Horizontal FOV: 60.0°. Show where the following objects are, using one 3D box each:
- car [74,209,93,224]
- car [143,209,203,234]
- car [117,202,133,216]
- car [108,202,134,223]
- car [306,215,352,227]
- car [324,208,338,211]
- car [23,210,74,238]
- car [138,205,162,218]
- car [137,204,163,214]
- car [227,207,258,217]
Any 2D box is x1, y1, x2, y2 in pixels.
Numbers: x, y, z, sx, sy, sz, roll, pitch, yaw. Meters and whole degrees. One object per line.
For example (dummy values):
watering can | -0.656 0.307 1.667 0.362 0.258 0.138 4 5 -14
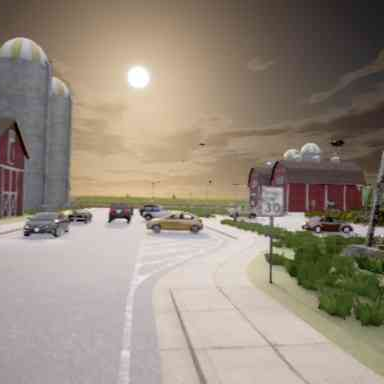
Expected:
car | -10.787 2.330 31.909 1.895 1.301 4.718 2 -2 -9
car | -1.302 2.239 24.405 4.193 1.474 1.816 2 -2 -9
car | -10.338 2.580 51.968 2.150 2.045 5.566 2 -2 -9
car | -7.591 2.132 35.236 2.150 2.045 5.566 2 -2 -9
car | 11.216 2.663 27.576 3.905 1.438 1.784 2 -2 -9
car | 30.288 4.371 72.967 2.097 1.767 4.553 2 -2 -9
car | -8.992 1.940 20.858 1.837 1.490 4.892 2 -2 -9
car | -3.958 2.389 37.636 3.866 1.878 1.905 2 -2 -9
car | -7.733 3.199 61.533 4.611 1.667 2.242 2 -2 -9
car | 7.543 3.045 49.752 4.605 1.855 1.932 2 -2 -9
